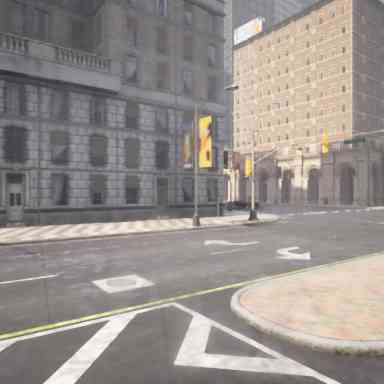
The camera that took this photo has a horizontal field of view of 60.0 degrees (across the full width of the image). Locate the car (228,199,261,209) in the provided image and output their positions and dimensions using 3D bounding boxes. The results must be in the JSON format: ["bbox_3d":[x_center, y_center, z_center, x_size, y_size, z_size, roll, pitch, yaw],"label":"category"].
[{"bbox_3d":[7.313,1.599,46.497,1.895,1.301,4.718,0,0,-36],"label":"car"}]
